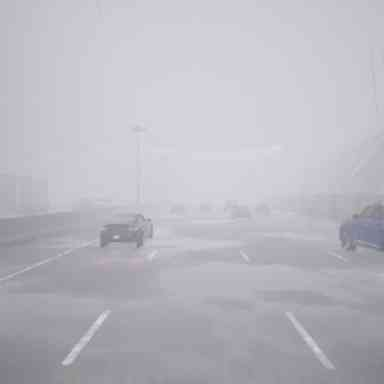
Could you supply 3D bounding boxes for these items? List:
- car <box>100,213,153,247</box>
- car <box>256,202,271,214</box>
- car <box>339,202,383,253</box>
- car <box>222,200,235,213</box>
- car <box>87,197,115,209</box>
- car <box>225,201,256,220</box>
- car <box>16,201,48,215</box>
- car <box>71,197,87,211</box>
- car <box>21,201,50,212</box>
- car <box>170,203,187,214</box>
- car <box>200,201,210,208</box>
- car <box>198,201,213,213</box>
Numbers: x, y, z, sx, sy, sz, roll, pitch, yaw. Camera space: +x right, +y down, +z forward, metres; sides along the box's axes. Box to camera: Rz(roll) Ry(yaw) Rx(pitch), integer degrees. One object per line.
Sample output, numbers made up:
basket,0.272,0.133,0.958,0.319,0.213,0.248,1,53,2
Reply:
car,-3.045,1.721,16.089,1.812,1.442,4.674,0,-1,2
car,8.720,2.028,42.267,1.837,1.490,4.892,0,0,2
car,7.323,1.374,11.880,2.150,2.045,5.566,0,0,2
car,5.420,1.927,46.795,2.097,1.767,4.553,0,-1,1
car,-12.311,1.782,46.386,2.150,2.045,5.566,0,-1,3
car,4.727,1.952,32.828,2.033,1.411,5.357,0,-1,3
car,-19.597,1.978,40.843,2.128,1.511,4.902,0,-1,3
car,-15.716,1.807,48.608,2.150,2.045,5.566,0,-1,2
car,-22.696,2.102,48.317,1.812,1.442,4.674,0,0,3
car,-1.710,2.138,44.010,1.895,1.301,4.718,0,-1,3
car,2.530,2.399,65.213,1.895,1.301,4.718,0,-1,2
car,1.880,2.088,45.965,1.812,1.442,4.674,0,-1,3
